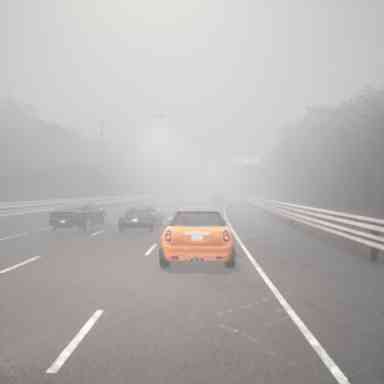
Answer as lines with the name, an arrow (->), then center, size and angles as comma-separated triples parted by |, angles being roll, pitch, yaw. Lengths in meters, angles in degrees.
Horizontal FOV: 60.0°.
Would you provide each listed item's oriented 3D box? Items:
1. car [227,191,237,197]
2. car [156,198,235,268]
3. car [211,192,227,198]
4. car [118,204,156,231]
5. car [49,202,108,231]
car -> 9.791, 0.828, 86.638 | 1.895, 1.301, 4.718 | 0, 1, 13
car -> 0.209, 1.257, 11.169 | 2.097, 1.767, 4.553 | 0, 0, 2
car -> 4.685, 0.842, 59.585 | 2.097, 1.767, 4.553 | 0, 1, 9
car -> -2.844, 1.399, 19.137 | 1.994, 1.385, 4.181 | 0, 0, 3
car -> -6.355, 1.307, 19.130 | 1.882, 1.535, 5.008 | 0, 0, 3
